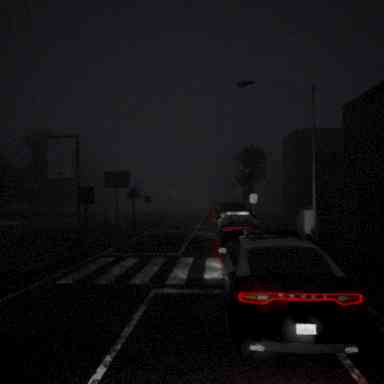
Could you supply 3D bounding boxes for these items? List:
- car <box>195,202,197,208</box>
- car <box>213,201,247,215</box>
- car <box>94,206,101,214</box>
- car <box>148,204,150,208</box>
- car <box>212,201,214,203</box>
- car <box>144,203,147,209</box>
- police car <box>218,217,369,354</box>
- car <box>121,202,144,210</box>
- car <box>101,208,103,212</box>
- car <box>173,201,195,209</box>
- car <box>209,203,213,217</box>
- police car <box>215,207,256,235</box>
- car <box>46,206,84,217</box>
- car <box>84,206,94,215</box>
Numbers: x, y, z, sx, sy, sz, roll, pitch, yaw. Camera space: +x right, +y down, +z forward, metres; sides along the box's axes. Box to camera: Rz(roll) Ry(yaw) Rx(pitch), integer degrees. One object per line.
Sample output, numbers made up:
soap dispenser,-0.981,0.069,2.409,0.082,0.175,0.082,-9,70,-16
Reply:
car,-2.297,3.550,90.291,5.566,2.045,2.435,-1,-2,4
car,2.703,1.719,22.541,2.150,2.045,5.566,-1,-2,4
car,-18.013,2.960,54.137,5.008,1.535,2.097,-1,-2,4
car,-15.112,4.070,94.005,4.674,1.452,2.002,-1,-2,4
car,4.223,2.611,57.255,2.150,2.045,5.566,-1,-2,4
car,-15.316,3.942,91.229,5.008,1.535,2.097,-1,-2,4
police car,1.574,1.524,6.646,1.930,1.638,5.238,-1,-1,4
car,-15.709,3.779,85.676,5.008,1.535,2.097,-1,-2,4
car,-17.776,3.081,57.275,4.674,1.452,2.002,-1,-2,4
car,-2.463,3.718,87.488,4.892,1.521,2.231,-1,-2,4
car,3.292,2.560,44.062,1.837,1.490,4.892,-1,-1,5
police car,2.282,1.767,16.630,1.930,1.638,5.238,-1,-2,4
car,-18.478,2.832,47.605,4.674,1.452,2.002,-1,-2,4
car,-18.239,2.877,50.873,4.892,1.521,2.231,-1,-2,4
